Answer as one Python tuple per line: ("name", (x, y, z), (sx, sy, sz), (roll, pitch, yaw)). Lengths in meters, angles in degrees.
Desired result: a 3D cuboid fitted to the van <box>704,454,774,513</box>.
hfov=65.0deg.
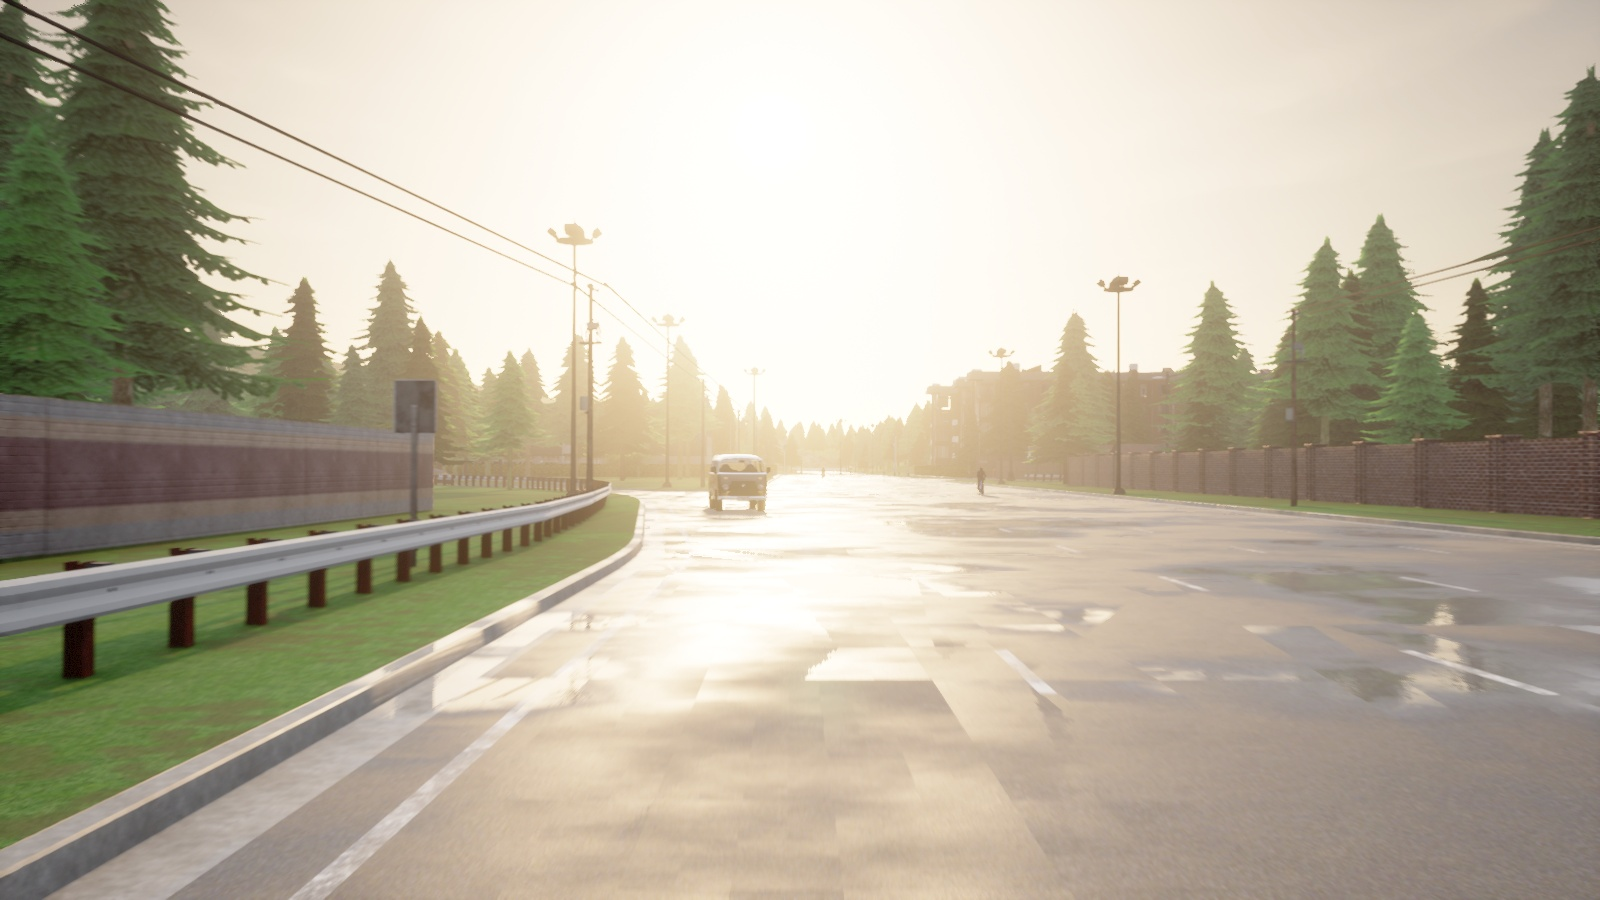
("van", (-2.268, 1.176, 45.413), (2.069, 2.038, 4.480), (0, -1, -9))
